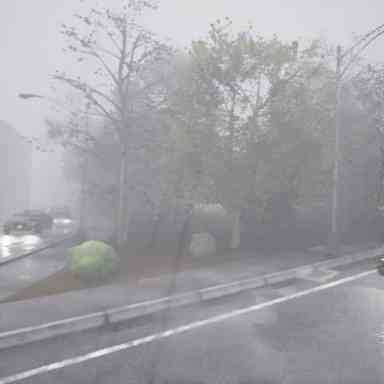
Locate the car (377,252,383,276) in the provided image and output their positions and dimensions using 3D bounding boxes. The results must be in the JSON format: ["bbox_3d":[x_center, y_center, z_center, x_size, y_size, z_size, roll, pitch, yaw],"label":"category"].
[{"bbox_3d":[6.972,1.447,8.662,5.357,1.411,2.033,-1,1,-36],"label":"car"}]

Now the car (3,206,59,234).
[{"bbox_3d":[-10.079,1.811,20.870,1.994,1.385,4.181,3,-1,-9],"label":"car"}]

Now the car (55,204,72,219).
[{"bbox_3d":[-13.289,1.964,33.776,1.994,1.385,4.181,3,-2,-21],"label":"car"}]
